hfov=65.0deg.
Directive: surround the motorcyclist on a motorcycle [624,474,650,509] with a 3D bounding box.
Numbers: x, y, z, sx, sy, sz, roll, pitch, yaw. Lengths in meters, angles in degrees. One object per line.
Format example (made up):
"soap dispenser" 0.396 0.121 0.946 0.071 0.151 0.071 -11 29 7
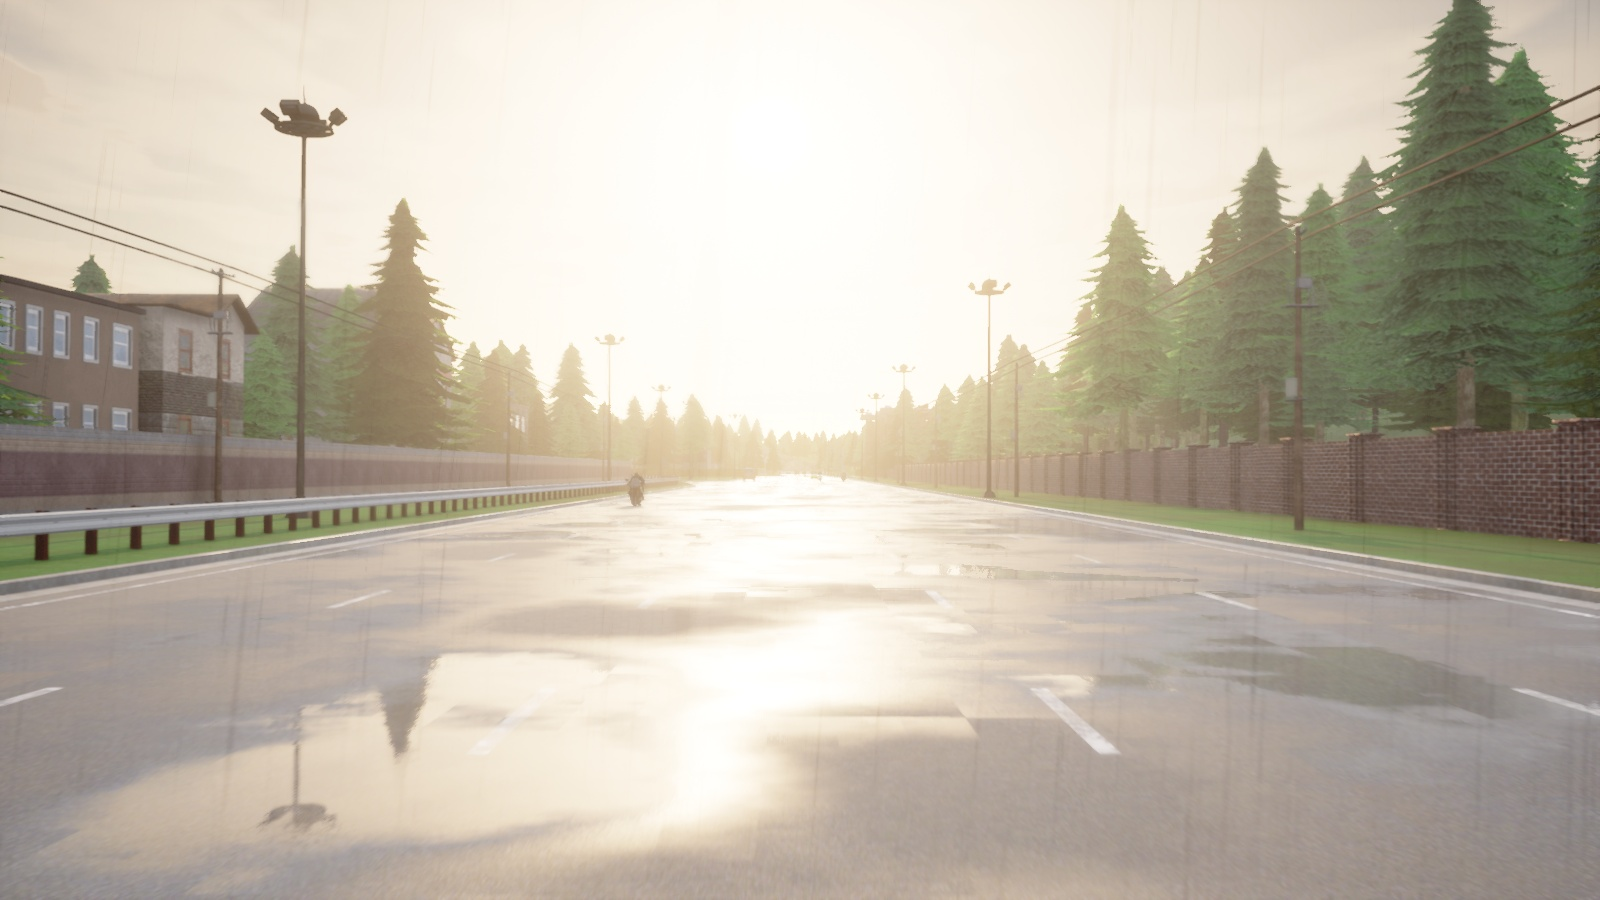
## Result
"motorcyclist on a motorcycle" -7.132 1.799 54.976 0.866 1.530 2.191 0 -1 0
